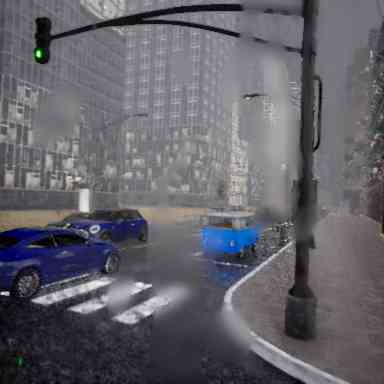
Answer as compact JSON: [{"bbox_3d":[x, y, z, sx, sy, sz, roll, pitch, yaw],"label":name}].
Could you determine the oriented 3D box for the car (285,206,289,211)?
[{"bbox_3d":[19.377,3.656,73.342,2.008,1.369,4.403,2,-1,25],"label":"car"}]

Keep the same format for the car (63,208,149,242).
[{"bbox_3d":[-3.964,1.569,15.794,2.097,1.767,4.553,2,-1,25],"label":"car"}]

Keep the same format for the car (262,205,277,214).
[{"bbox_3d":[14.796,3.302,63.276,2.008,1.369,4.403,2,-1,25],"label":"car"}]

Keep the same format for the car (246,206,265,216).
[{"bbox_3d":[10.146,2.918,53.056,1.752,1.417,4.829,2,-1,25],"label":"car"}]

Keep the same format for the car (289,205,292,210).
[{"bbox_3d":[21.668,3.827,78.375,1.887,1.381,4.507,2,-1,25],"label":"car"}]

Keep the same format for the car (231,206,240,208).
[{"bbox_3d":[2.245,2.175,29.439,2.128,1.511,4.902,2,-1,25],"label":"car"}]

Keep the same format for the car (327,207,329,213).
[{"bbox_3d":[31.584,4.136,79.932,1.967,1.590,4.097,2,-1,25],"label":"car"}]

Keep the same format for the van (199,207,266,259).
[{"bbox_3d":[1.809,1.757,14.504,1.690,1.788,3.998,2,-1,25],"label":"van"}]

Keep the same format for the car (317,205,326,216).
[{"bbox_3d":[22.418,3.536,59.798,2.008,1.369,4.403,2,-1,25],"label":"car"}]

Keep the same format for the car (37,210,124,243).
[{"bbox_3d":[-5.821,1.748,17.979,1.947,1.339,4.313,2,-1,25],"label":"car"}]

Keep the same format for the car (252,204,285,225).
[{"bbox_3d":[7.894,2.336,34.365,2.097,1.767,4.553,2,-1,25],"label":"car"}]

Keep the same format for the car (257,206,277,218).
[{"bbox_3d":[10.862,2.866,48.143,1.812,1.442,4.674,2,-1,25],"label":"car"}]

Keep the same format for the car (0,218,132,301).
[{"bbox_3d":[-3.789,1.633,8.711,1.812,1.442,4.674,2,-1,25],"label":"car"}]

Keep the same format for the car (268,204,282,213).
[{"bbox_3d":[17.092,3.368,68.311,1.967,1.590,4.097,2,-1,25],"label":"car"}]

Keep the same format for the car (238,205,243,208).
[{"bbox_3d":[5.637,2.488,43.145,1.967,1.590,4.097,2,-1,25],"label":"car"}]
